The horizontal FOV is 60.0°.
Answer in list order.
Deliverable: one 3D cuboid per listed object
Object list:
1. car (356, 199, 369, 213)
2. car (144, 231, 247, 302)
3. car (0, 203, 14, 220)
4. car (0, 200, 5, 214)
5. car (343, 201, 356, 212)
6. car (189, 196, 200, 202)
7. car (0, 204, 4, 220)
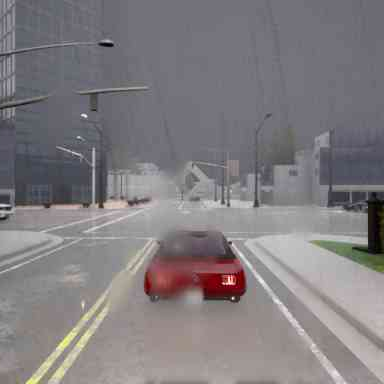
[{"bbox_3d":[19.867,1.480,34.099,4.674,1.442,1.812,0,0,-1],"label":"car"},{"bbox_3d":[0.068,1.601,8.189,1.895,1.301,4.718,0,0,0],"label":"car"},{"bbox_3d":[-17.342,1.339,26.585,5.566,2.045,2.150,-1,0,0],"label":"car"},{"bbox_3d":[-23.945,1.685,37.224,4.902,1.511,2.128,-1,0,0],"label":"car"},{"bbox_3d":[19.361,1.520,37.594,4.181,1.385,1.994,0,0,-1],"label":"car"},{"bbox_3d":[0.642,1.540,77.396,2.033,1.411,5.357,0,0,12],"label":"car"},{"bbox_3d":[-16.157,1.704,23.107,4.718,1.301,1.895,-1,0,-1],"label":"car"}]
